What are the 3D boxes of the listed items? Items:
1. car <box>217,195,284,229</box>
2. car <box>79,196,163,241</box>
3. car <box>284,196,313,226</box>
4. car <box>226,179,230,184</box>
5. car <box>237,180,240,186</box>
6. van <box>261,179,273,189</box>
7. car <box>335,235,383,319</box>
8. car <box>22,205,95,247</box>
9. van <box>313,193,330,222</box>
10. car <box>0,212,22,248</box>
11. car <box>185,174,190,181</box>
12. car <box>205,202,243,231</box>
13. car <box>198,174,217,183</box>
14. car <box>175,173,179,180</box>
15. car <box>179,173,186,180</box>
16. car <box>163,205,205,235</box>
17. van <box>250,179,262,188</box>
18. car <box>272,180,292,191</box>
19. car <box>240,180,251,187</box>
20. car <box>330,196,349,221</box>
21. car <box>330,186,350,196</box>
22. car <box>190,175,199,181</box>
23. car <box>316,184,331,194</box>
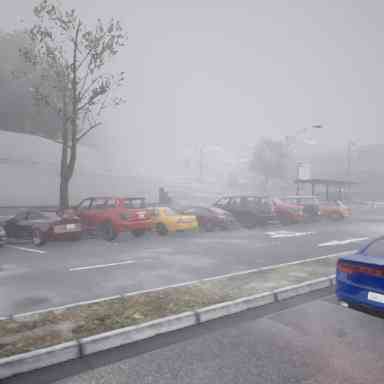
[{"bbox_3d":[2.813,1.262,22.193,5.566,2.045,2.435,-1,-1,35],"label":"car"},{"bbox_3d":[-4.545,1.247,16.987,5.566,2.045,2.435,-1,-1,35],"label":"car"},{"bbox_3d":[5.327,1.267,23.896,5.566,2.045,2.435,-1,-1,35],"label":"car"},{"bbox_3d":[9.674,-2.317,78.011,2.002,1.452,4.674,7,3,35],"label":"car"},{"bbox_3d":[11.414,-2.043,75.547,2.002,1.452,4.674,7,4,35],"label":"car"},{"bbox_3d":[16.542,-1.491,68.020,1.878,1.987,4.442,7,4,35],"label":"van"},{"bbox_3d":[4.884,1.487,6.602,5.008,1.535,1.882,0,0,-35],"label":"car"},{"bbox_3d":[-6.992,1.524,15.244,4.792,1.488,2.163,-1,-1,35],"label":"car"},{"bbox_3d":[7.867,1.296,25.564,4.442,1.987,1.878,-1,-1,35],"label":"van"},{"bbox_3d":[-9.413,1.493,13.499,4.892,1.521,2.231,-1,-1,35],"label":"car"},{"bbox_3d":[0.933,-3.850,90.254,2.185,1.767,4.553,6,3,34],"label":"car"},{"bbox_3d":[0.384,1.548,20.438,4.674,1.452,2.002,-1,-1,35],"label":"car"},{"bbox_3d":[4.575,-3.176,85.526,1.946,1.575,5.366,7,3,34],"label":"car"},{"bbox_3d":[-2.564,-4.362,95.075,2.435,2.045,5.566,1,-1,34],"label":"car"},{"bbox_3d":[-0.794,-4.085,92.726,2.185,1.767,4.553,4,1,34],"label":"car"},{"bbox_3d":[-2.224,1.502,18.812,5.366,1.575,1.946,-1,-1,35],"label":"car"},{"bbox_3d":[14.815,-1.764,70.493,1.878,1.987,4.442,7,4,35],"label":"van"},{"bbox_3d":[18.300,-0.992,65.656,2.231,1.521,4.892,7,3,35],"label":"car"},{"bbox_3d":[13.243,-1.812,73.225,1.946,1.575,5.366,7,3,35],"label":"car"},{"bbox_3d":[10.278,1.403,27.312,4.553,1.767,2.185,-1,-1,35],"label":"car"},{"bbox_3d":[25.193,0.137,55.792,2.002,1.452,4.674,7,3,35],"label":"car"},{"bbox_3d":[2.726,-3.698,87.786,2.435,2.045,5.566,7,3,34],"label":"car"},{"bbox_3d":[23.504,-0.426,58.266,2.435,2.045,5.566,7,3,35],"label":"car"}]
